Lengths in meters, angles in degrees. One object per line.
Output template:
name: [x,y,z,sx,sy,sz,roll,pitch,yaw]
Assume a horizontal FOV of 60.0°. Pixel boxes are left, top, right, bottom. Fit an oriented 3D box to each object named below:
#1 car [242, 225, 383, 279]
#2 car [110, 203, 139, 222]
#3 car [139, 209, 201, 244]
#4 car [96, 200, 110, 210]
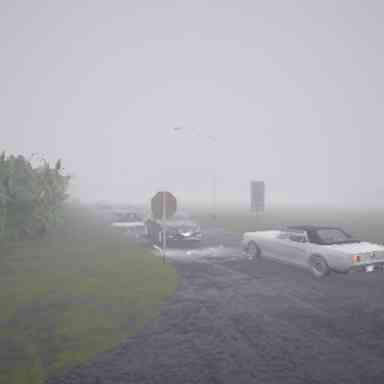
car: [3.620,1.710,10.613,1.895,1.301,4.718,0,0,-27]
car: [-5.549,1.751,28.549,1.994,1.385,4.181,1,0,-21]
car: [-1.089,1.630,16.753,1.837,1.490,4.892,1,0,-21]
car: [-12.587,1.828,47.381,2.033,1.411,5.357,1,0,-20]
